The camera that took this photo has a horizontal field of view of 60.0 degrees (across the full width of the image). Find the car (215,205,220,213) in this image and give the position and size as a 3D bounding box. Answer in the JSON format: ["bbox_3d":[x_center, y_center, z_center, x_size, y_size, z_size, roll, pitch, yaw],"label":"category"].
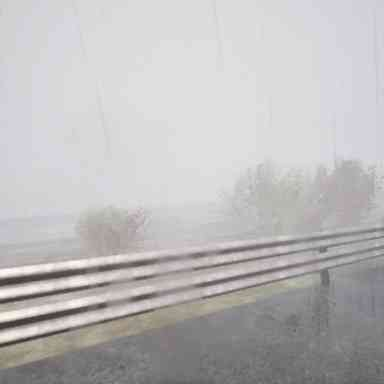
[{"bbox_3d":[6.236,2.366,46.390,5.008,1.535,1.882,-4,2,-19],"label":"car"}]

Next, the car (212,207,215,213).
[{"bbox_3d":[5.049,2.405,49.683,4.181,1.385,1.994,-4,2,-19],"label":"car"}]

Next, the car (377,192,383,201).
[{"bbox_3d":[31.513,0.585,51.185,4.553,1.767,2.097,-4,2,-18],"label":"car"}]
